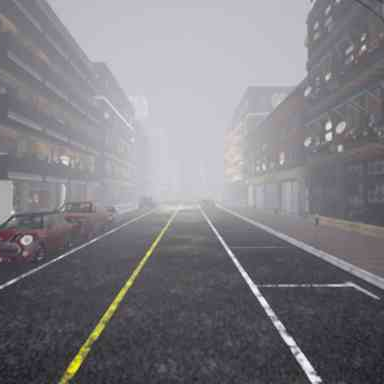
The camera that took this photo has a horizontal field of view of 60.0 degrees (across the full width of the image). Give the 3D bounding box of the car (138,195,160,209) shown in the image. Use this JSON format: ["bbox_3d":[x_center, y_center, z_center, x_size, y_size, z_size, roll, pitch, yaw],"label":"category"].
[{"bbox_3d":[-6.067,1.378,45.655,2.192,1.841,5.009,0,0,0],"label":"car"}]

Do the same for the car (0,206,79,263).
[{"bbox_3d":[-5.782,1.476,11.838,1.967,1.590,4.097,0,0,0],"label":"car"}]

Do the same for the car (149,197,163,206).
[{"bbox_3d":[-6.162,1.615,56.927,1.887,1.381,4.507,0,0,0],"label":"car"}]

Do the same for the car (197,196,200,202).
[{"bbox_3d":[2.218,1.579,56.994,1.887,1.381,4.507,0,0,0],"label":"car"}]

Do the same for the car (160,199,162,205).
[{"bbox_3d":[-6.115,1.507,51.290,1.967,1.590,4.097,0,0,0],"label":"car"}]

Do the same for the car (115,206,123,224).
[{"bbox_3d":[-5.877,1.627,23.110,1.802,1.307,4.206,0,0,0],"label":"car"}]

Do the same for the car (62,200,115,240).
[{"bbox_3d":[-5.829,1.355,17.474,2.192,1.841,5.009,0,0,0],"label":"car"}]

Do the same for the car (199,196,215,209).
[{"bbox_3d":[2.312,1.552,45.892,1.752,1.417,4.829,0,0,0],"label":"car"}]
